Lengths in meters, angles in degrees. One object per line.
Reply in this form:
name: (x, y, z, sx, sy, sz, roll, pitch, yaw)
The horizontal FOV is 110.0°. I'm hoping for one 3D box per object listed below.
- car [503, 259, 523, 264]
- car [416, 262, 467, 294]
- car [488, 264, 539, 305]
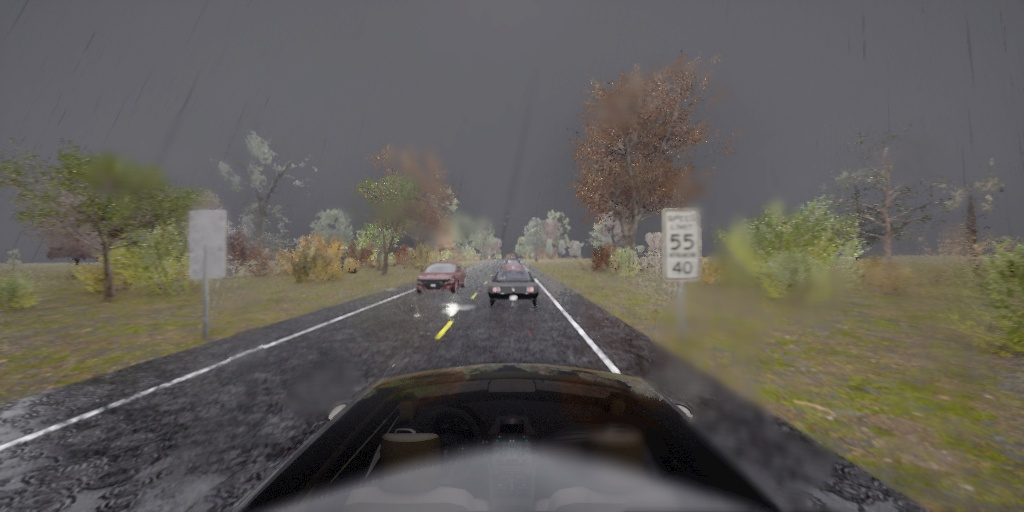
car: (0.100, 0.982, 35.224, 1.994, 1.385, 4.181, 0, 0, 0)
car: (-3.549, 1.046, 18.730, 1.882, 1.535, 5.008, 0, 0, 1)
car: (0.065, 1.206, 15.100, 1.895, 1.301, 4.718, 0, 1, 0)
